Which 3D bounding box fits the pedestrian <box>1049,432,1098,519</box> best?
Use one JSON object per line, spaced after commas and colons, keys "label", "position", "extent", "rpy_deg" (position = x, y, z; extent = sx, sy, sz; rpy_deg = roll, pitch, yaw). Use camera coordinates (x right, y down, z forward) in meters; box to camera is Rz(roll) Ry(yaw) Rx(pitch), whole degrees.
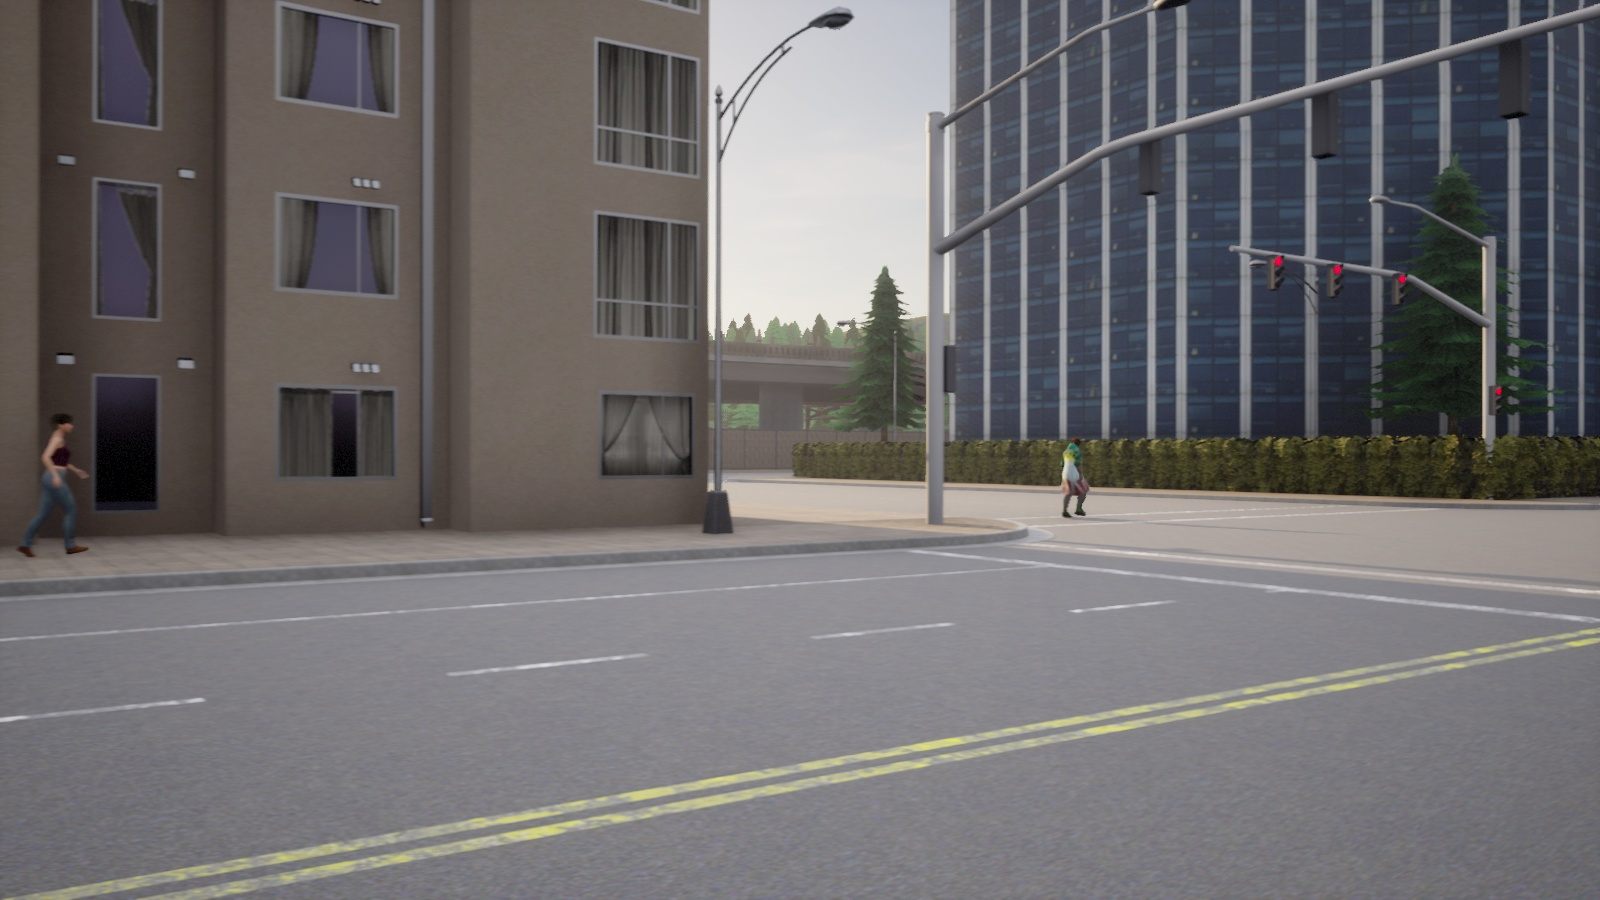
{"label": "pedestrian", "position": [6.287, 0.571, 28.827], "extent": [0.873, 1.952, 0.659], "rpy_deg": [0, 0, -27]}

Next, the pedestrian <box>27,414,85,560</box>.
{"label": "pedestrian", "position": [-9.490, 0.463, 16.009], "extent": [0.594, 1.836, 0.345], "rpy_deg": [0, 0, -38]}
